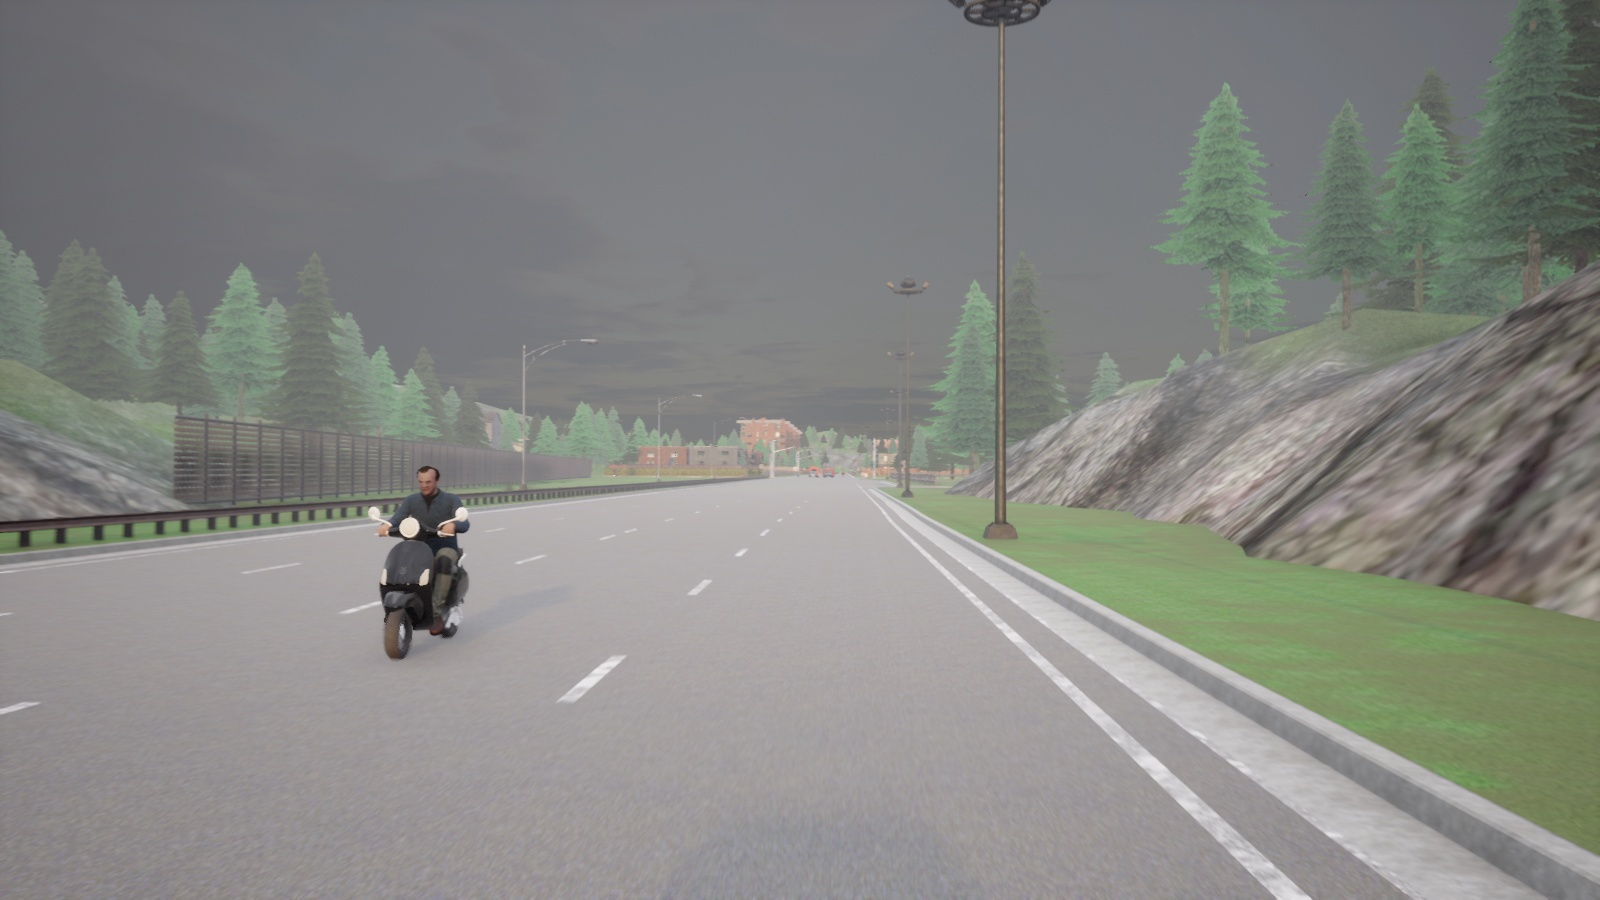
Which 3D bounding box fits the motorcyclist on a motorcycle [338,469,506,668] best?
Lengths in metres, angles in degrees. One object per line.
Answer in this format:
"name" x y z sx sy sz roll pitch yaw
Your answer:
"motorcyclist on a motorcycle" -3.236 0.959 10.939 0.866 1.590 1.817 0 -1 2
